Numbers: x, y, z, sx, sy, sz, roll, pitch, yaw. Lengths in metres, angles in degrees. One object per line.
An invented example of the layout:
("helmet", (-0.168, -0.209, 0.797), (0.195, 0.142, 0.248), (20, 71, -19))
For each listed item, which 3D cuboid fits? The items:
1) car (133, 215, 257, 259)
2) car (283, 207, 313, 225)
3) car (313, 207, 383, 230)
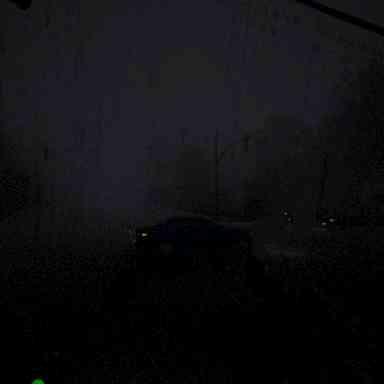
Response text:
("car", (0.129, 1.587, 12.614), (4.674, 1.442, 1.812), (0, 0, -11))
("car", (9.445, 1.779, 25.294), (4.718, 1.301, 1.895), (1, 0, -11))
("car", (11.236, 1.732, 22.049), (5.357, 1.411, 2.033), (1, 0, -8))
